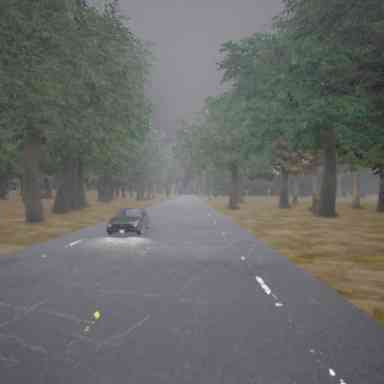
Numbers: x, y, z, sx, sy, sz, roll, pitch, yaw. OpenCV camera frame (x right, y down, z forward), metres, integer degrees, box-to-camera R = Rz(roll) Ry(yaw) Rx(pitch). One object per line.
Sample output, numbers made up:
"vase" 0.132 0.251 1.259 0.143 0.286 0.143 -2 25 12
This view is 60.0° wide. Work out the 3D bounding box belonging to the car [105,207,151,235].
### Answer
"car" -3.515 1.606 19.350 2.033 1.411 5.357 0 0 0
